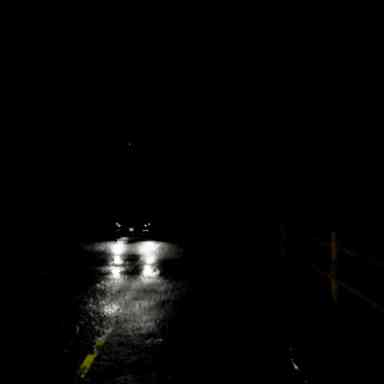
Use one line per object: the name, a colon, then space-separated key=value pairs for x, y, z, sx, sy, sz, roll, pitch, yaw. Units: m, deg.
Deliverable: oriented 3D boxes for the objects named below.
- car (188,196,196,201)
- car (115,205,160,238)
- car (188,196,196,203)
car: x=0.015 y=1.564 z=81.234 sx=1.994 sy=1.385 sz=4.181 roll=0 pitch=0 yaw=0
car: x=-2.770 y=1.508 z=17.750 sx=1.837 sy=1.490 sz=4.892 roll=0 pitch=-1 yaw=0
car: x=0.013 y=1.591 z=71.196 sx=1.837 sy=1.490 sz=4.892 roll=0 pitch=0 yaw=0
